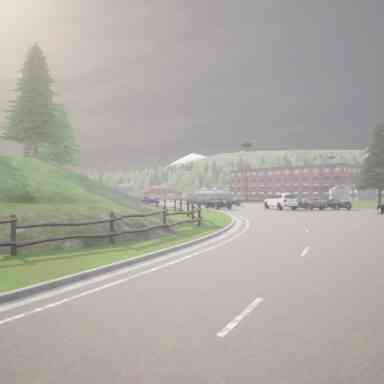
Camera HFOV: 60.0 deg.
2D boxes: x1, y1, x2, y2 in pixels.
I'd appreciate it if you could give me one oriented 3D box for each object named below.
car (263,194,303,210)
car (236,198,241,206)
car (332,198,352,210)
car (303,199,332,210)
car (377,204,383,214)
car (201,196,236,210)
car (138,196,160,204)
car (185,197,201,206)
[{"bbox_3d":[11.195,1.221,42.308,2.150,2.045,5.566,0,0,-16],"label":"car"},{"bbox_3d":[6.020,1.526,53.947,1.812,1.442,4.674,0,0,-34],"label":"car"},{"bbox_3d":[18.511,1.526,42.704,1.812,1.442,4.674,0,0,-13],"label":"car"},{"bbox_3d":[15.032,1.547,42.754,2.033,1.411,5.357,0,0,-17],"label":"car"},{"bbox_3d":[20.110,1.477,32.387,1.882,1.535,5.008,0,0,-2],"label":"car"},{"bbox_3d":[3.352,1.352,43.806,2.097,1.767,4.553,0,0,-23],"label":"car"},{"bbox_3d":[-7.825,1.478,60.256,1.882,1.535,5.008,0,0,-42],"label":"car"},{"bbox_3d":[0.599,1.564,55.554,1.994,1.385,4.181,0,0,-38],"label":"car"}]
